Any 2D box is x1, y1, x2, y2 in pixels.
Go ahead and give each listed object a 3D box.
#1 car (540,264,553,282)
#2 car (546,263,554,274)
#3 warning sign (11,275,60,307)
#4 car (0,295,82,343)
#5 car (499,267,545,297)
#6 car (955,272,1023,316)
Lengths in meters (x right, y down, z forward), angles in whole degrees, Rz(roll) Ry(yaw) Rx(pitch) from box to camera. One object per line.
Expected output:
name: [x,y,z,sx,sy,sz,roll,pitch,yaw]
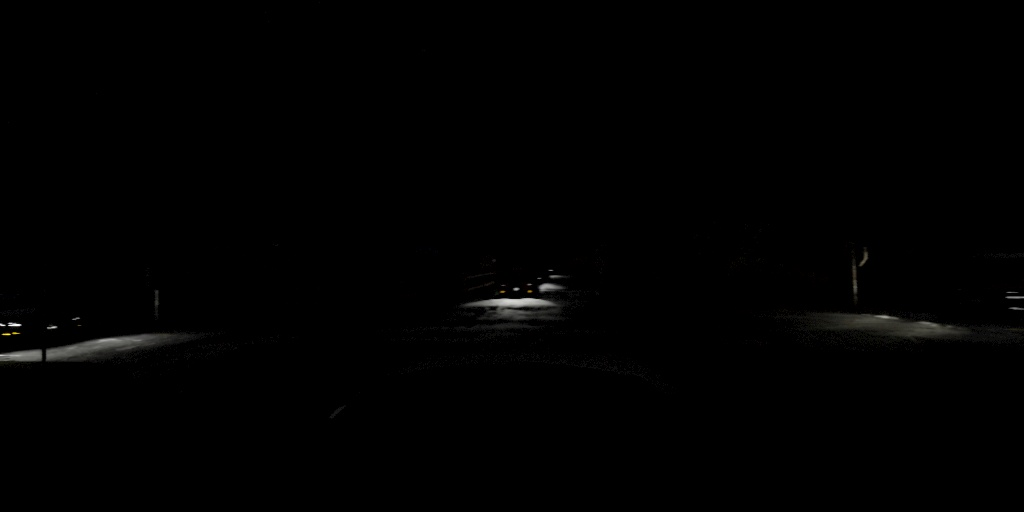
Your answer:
car: [2.487,1.695,32.794,1.895,1.301,4.718,-2,-1,9]
car: [4.503,1.740,46.996,1.837,1.490,4.892,-2,-1,7]
warning sign: [-23.197,2.011,17.251,1.060,1.860,1.300,0,0,9]
car: [-15.755,1.919,10.783,4.892,1.490,1.837,-2,-2,9]
car: [0.545,1.543,20.504,1.994,1.385,4.181,-2,-1,10]
car: [14.778,0.829,9.147,5.008,1.535,1.882,-2,-2,9]
